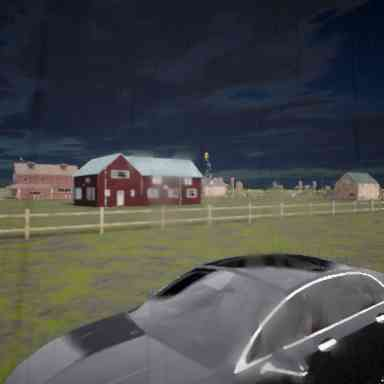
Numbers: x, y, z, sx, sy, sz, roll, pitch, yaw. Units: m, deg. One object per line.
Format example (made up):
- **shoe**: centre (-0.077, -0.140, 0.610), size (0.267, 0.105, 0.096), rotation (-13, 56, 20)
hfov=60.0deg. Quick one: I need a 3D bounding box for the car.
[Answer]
- **car**: centre (0.693, 1.512, 3.567), size (4.892, 1.490, 1.837), rotation (1, 0, -36)
